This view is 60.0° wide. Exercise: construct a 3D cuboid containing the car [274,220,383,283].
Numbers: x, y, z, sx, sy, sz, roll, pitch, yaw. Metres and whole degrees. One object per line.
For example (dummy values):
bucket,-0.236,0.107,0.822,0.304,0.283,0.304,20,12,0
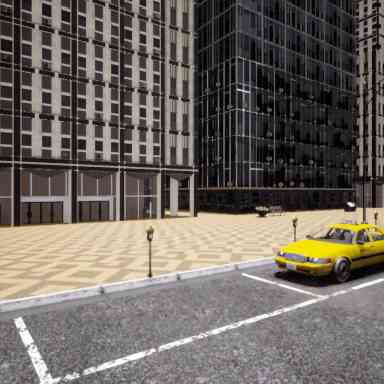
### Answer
car,4.444,1.526,9.679,4.829,1.417,1.752,0,0,-35
